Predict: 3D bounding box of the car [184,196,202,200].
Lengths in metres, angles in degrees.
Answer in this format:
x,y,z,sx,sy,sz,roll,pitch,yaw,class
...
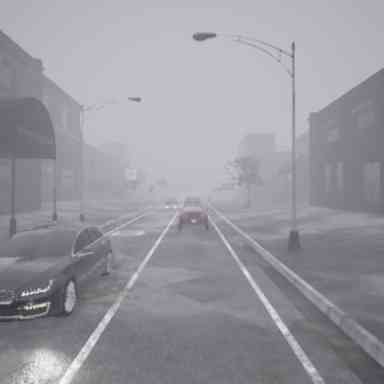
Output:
x,y,z,sx,sy,sz,roll,pitch,yaw,class
0.089,1.227,38.963,2.097,1.767,4.553,0,0,0,car

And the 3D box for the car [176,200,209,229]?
x,y,z,sx,sy,sz,roll,pitch,yaw,class
0.095,1.481,21.197,1.812,1.442,4.674,0,0,0,car

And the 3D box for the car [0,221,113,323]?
x,y,z,sx,sy,sz,roll,pitch,yaw,class
-3.102,1.496,7.489,1.837,1.490,4.892,0,0,0,car

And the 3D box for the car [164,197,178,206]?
x,y,z,sx,sy,sz,roll,pitch,yaw,class
-3.086,1.381,50.231,1.994,1.385,4.181,0,0,0,car
